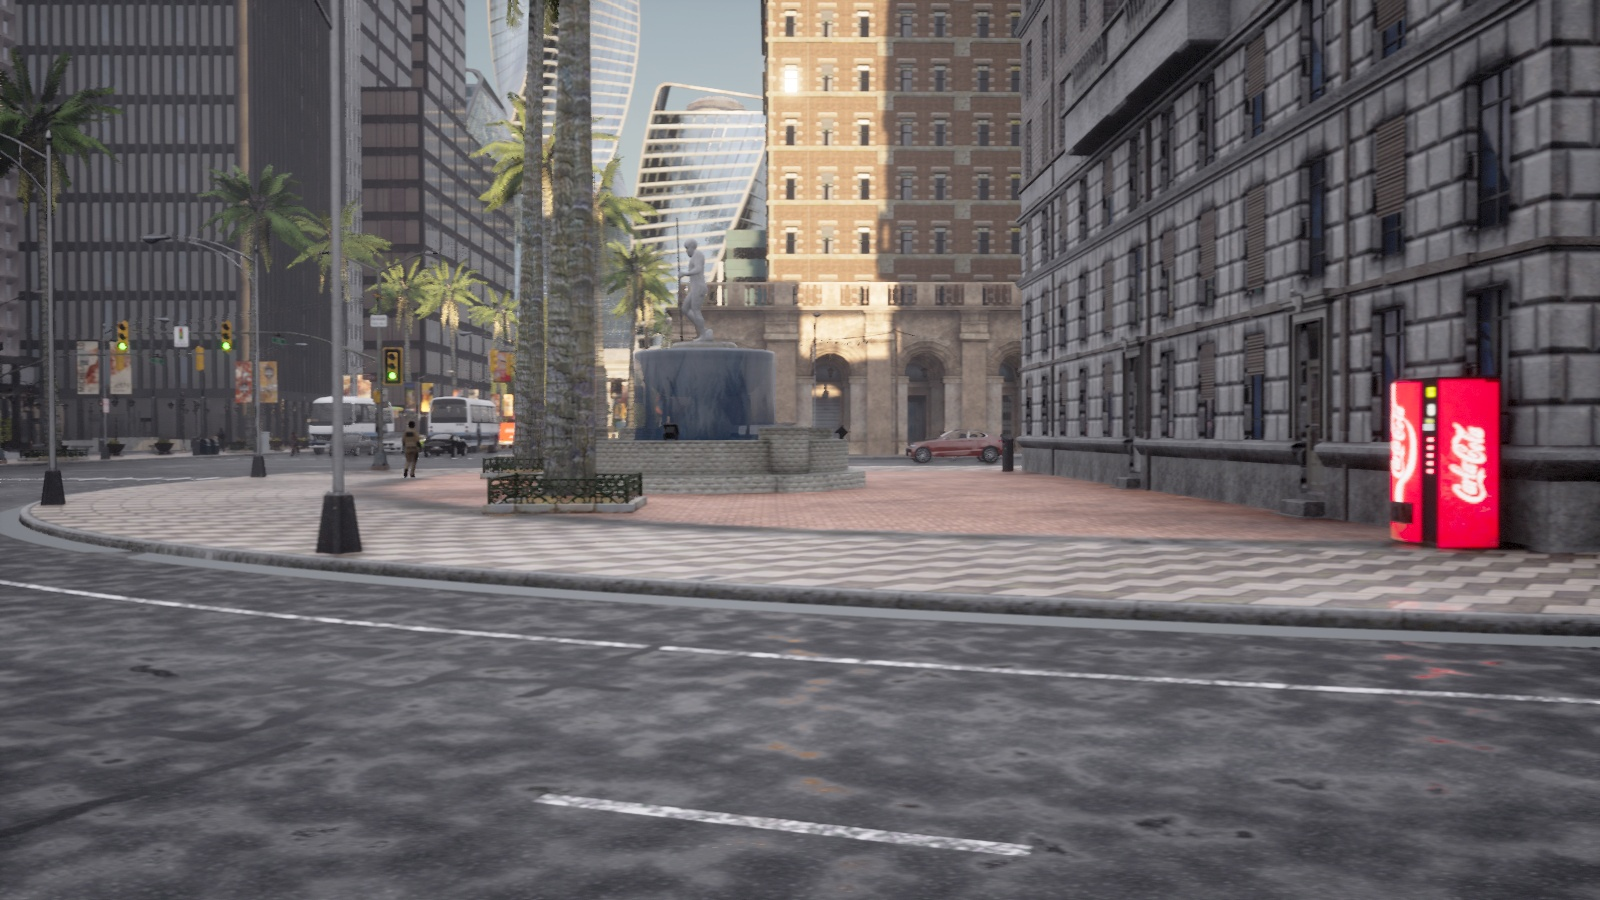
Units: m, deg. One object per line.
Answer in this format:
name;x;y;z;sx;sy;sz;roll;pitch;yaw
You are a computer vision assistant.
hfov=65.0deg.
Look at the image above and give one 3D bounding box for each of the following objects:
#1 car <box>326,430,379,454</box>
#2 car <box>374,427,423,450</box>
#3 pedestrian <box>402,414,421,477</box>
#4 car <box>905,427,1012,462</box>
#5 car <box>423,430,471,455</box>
car;-29.827;-0.553;83.888;1.837;1.490;4.892;0;1;-1
car;-29.935;-0.863;93.746;2.242;1.667;4.611;0;1;0
pedestrian;-12.012;-0.151;38.870;0.396;1.930;0.692;0;1;-2
car;7.755;-0.294;61.802;5.027;1.651;2.152;0;1;0
car;-22.815;-0.513;81.316;1.882;1.535;5.008;0;1;-2
